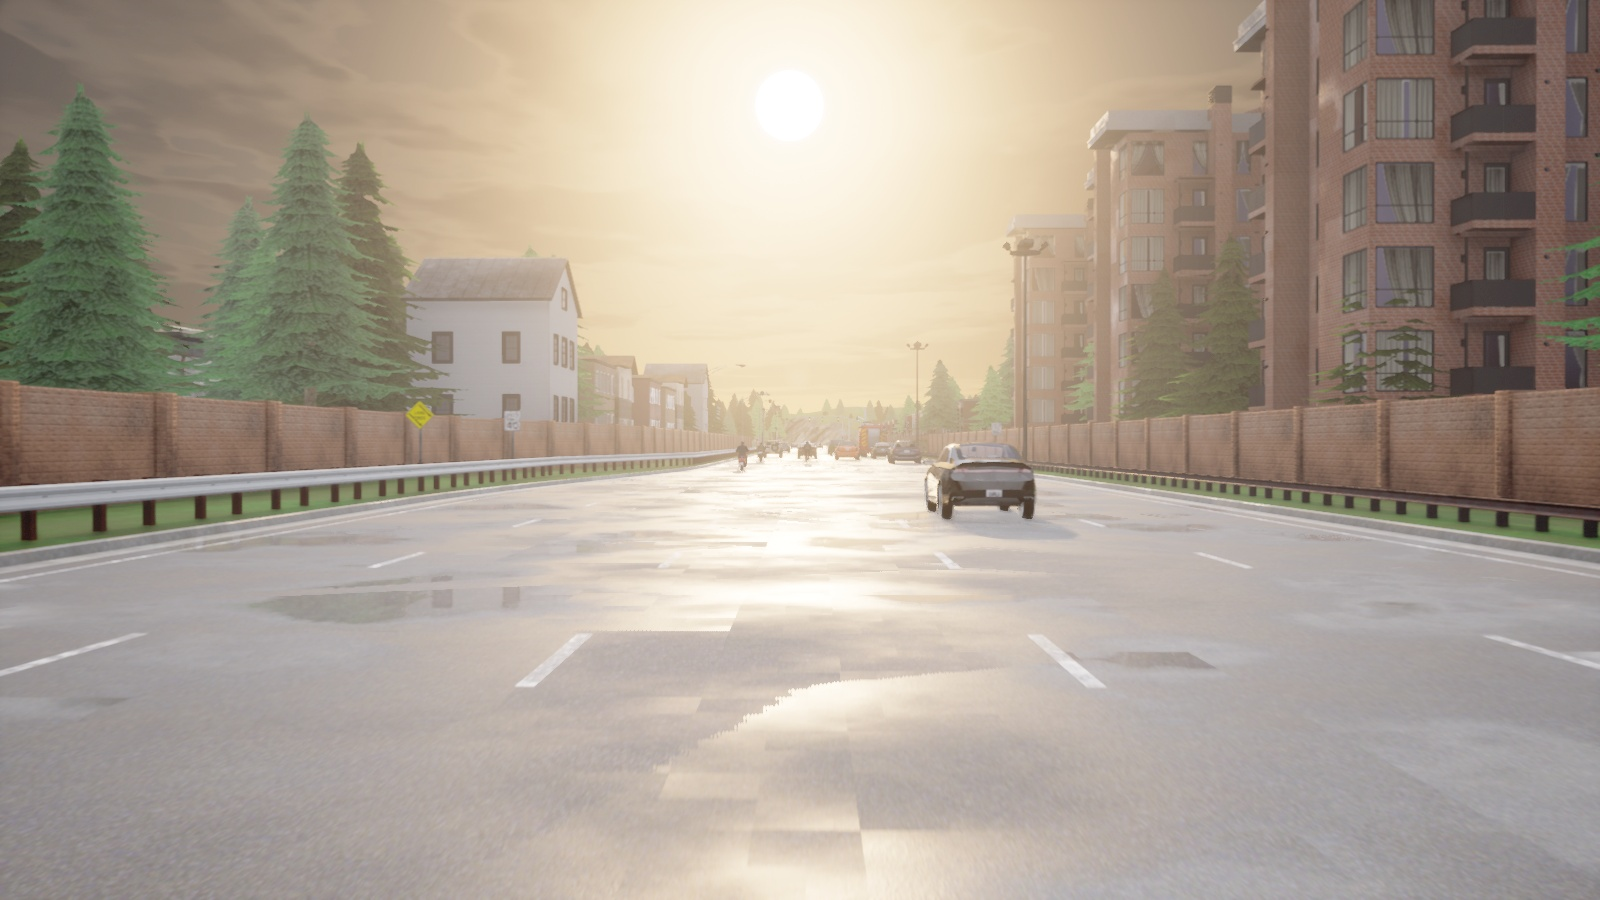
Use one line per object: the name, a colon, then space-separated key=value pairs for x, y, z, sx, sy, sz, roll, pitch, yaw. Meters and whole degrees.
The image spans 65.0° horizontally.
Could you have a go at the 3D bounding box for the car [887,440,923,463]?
car: x=7.531 y=0.086 z=90.578 sx=2.242 sy=1.667 sz=4.611 roll=0 pitch=0 yaw=0

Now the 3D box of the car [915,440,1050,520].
car: x=3.664 y=0.558 z=26.129 sx=2.128 sy=1.511 sz=4.902 roll=0 pitch=0 yaw=0
